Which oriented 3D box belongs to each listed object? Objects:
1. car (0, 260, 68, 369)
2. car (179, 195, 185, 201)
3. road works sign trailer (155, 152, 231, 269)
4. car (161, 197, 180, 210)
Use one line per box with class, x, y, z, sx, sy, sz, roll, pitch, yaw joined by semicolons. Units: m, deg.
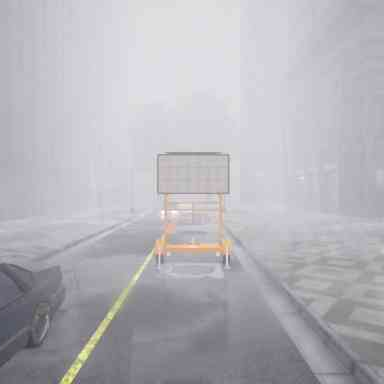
car;-3.091;1.547;3.533;2.033;1.411;5.357;0;0;0
car;-2.689;1.613;87.342;1.837;1.490;4.892;0;0;0
road works sign trailer;0.041;0.466;11.182;2.380;3.560;2.880;0;0;0
car;-2.945;1.632;43.963;1.895;1.301;4.718;0;0;0
